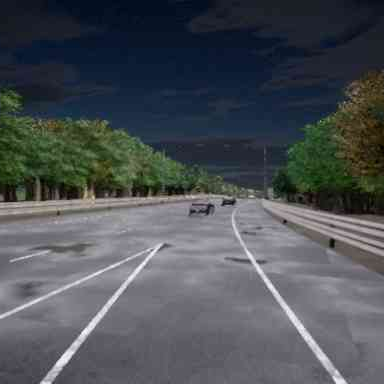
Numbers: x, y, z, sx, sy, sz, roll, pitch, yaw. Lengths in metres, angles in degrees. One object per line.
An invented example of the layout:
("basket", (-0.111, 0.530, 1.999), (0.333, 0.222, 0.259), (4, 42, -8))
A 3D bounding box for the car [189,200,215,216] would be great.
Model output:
("car", (1.024, 1.478, 32.004), (2.128, 1.511, 4.902), (0, 0, 13))

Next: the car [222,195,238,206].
("car", (6.081, 1.472, 54.094), (1.882, 1.535, 5.008), (0, 0, 13))
